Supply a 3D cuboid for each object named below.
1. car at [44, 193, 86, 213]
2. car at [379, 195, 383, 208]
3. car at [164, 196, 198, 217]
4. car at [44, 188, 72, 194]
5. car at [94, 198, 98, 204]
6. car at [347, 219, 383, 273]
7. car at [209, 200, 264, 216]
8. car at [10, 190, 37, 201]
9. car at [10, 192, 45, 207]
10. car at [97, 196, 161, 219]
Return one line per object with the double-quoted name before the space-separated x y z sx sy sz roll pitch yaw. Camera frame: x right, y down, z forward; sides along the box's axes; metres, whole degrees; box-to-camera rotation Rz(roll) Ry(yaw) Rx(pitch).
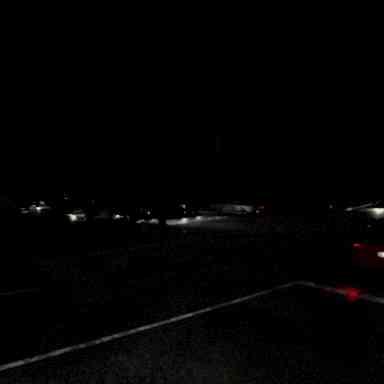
"car" -12.422 1.173 33.336 5.008 1.535 1.882 2 2 40
"car" 21.673 0.883 36.084 1.882 1.535 5.008 0 1 39
"car" -1.643 1.150 28.782 4.553 1.767 2.097 0 1 40
"car" -16.487 0.595 41.393 5.566 2.045 2.150 3 3 41
"car" -8.369 1.189 34.482 4.892 1.490 1.837 2 2 40
"car" 6.031 1.472 9.680 1.994 1.385 4.181 0 1 40
"car" 3.802 1.343 29.065 4.718 1.301 1.895 0 1 43
"car" -24.491 0.522 48.257 4.718 1.301 1.895 3 3 41
"car" -19.993 0.877 39.788 4.892 1.490 1.837 3 3 40
"car" -5.179 1.340 27.169 4.902 1.511 2.128 1 1 40
